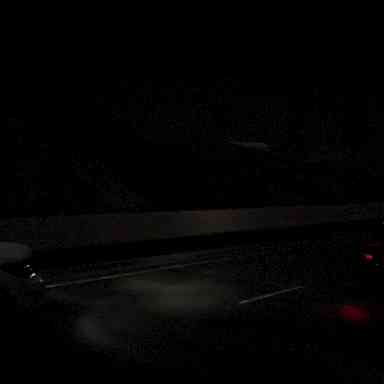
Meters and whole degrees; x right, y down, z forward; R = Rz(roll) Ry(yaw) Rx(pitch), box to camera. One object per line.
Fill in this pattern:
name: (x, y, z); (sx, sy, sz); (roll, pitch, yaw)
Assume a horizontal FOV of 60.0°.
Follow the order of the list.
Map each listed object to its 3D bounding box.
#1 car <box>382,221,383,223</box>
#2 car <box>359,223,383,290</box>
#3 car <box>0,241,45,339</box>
car: (10.671, 1.536, 15.643); (4.181, 1.385, 1.994); (0, 0, -35)
car: (5.824, 1.549, 7.885); (4.181, 1.385, 1.994); (0, 0, -36)
car: (-5.037, 1.225, 4.449); (5.566, 2.045, 2.150); (0, 0, -36)
